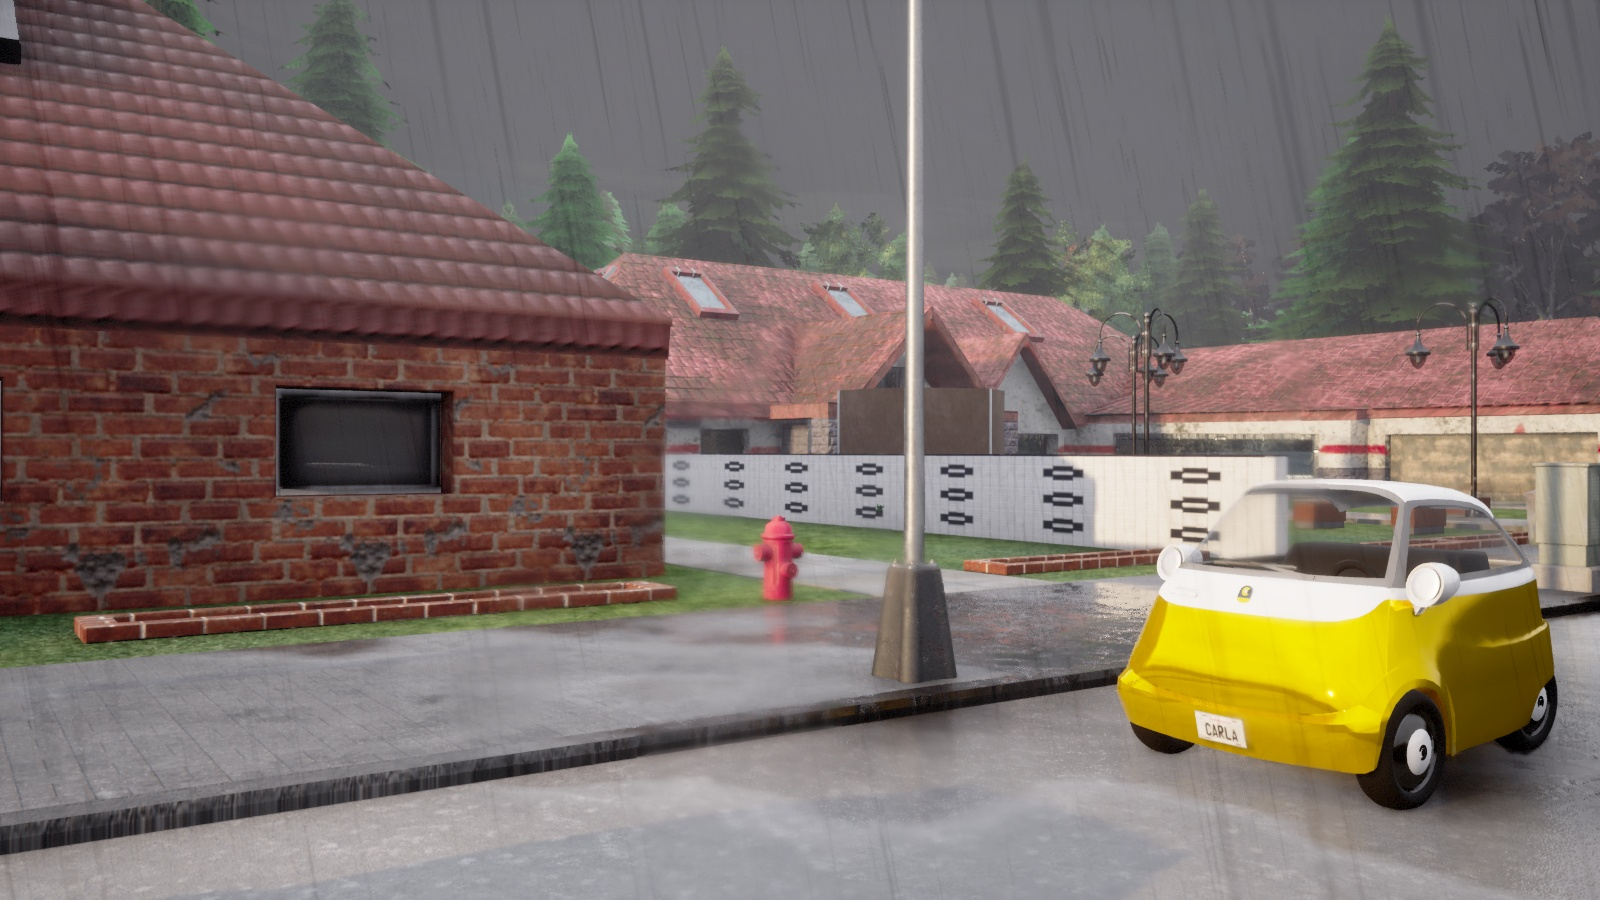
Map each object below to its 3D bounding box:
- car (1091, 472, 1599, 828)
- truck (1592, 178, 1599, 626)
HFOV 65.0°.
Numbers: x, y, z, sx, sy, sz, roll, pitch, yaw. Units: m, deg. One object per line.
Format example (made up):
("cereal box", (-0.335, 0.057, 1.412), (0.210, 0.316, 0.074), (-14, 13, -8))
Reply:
("car", (2.760, 0.809, 6.189), (2.207, 1.376, 1.481), (0, 0, -35))
("truck", (11.095, -0.414, 11.998), (8.468, 3.827, 2.891), (0, 0, -35))
